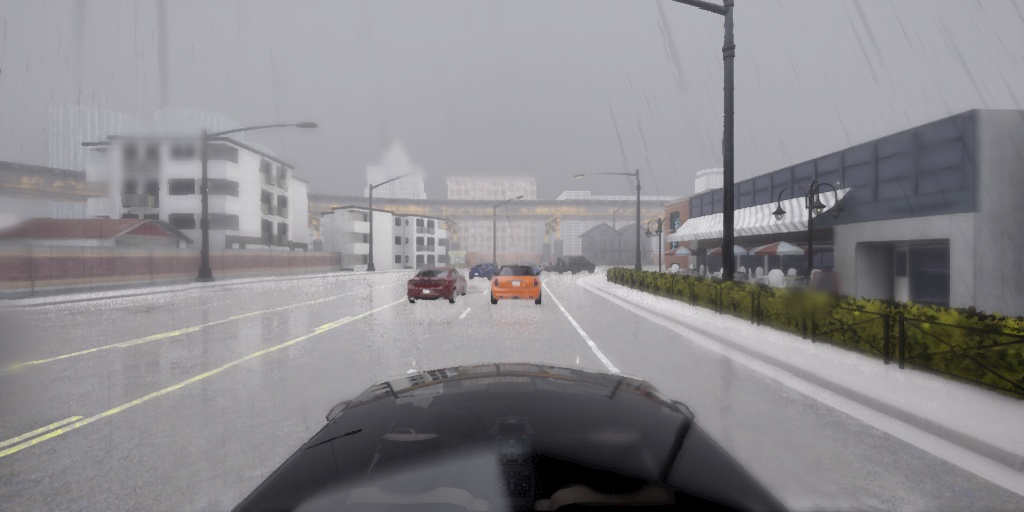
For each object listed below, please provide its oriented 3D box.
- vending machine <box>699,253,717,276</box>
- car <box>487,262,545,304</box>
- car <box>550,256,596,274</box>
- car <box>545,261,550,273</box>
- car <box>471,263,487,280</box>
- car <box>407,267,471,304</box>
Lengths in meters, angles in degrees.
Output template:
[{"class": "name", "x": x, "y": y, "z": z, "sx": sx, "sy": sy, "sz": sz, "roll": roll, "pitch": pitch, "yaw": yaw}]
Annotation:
[{"class": "vending machine", "x": 22.304, "y": 0.944, "z": 40.850, "sx": 0.880, "sy": 2.100, "sz": 1.100, "roll": 0, "pitch": 0, "yaw": 0}, {"class": "car", "x": 0.216, "y": 1.116, "z": 16.337, "sx": 2.097, "sy": 1.767, "sz": 4.553, "roll": 0, "pitch": 0, "yaw": 1}, {"class": "car", "x": 7.216, "y": 1.008, "z": 40.629, "sx": 5.566, "sy": 2.045, "sz": 2.150, "roll": 0, "pitch": 0, "yaw": -44}, {"class": "car", "x": 4.771, "y": 1.313, "z": 43.133, "sx": 5.357, "sy": 1.411, "sz": 2.033, "roll": 0, "pitch": 0, "yaw": -44}, {"class": "car", "x": -2.288, "y": 1.283, "z": 30.997, "sx": 1.812, "sy": 1.442, "sz": 4.674, "roll": 0, "pitch": 0, "yaw": 14}, {"class": "car", "x": -3.282, "y": 1.235, "z": 16.454, "sx": 1.882, "sy": 1.535, "sz": 5.008, "roll": 0, "pitch": 0, "yaw": 1}]
